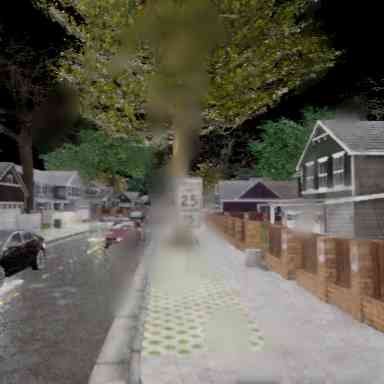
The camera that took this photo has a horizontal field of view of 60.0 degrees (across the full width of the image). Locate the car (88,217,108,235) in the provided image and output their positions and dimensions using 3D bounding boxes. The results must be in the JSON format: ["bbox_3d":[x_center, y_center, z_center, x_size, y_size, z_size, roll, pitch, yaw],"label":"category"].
[{"bbox_3d":[-7.055,2.733,27.385,1.895,1.301,4.718,0,-2,-2],"label":"car"}]

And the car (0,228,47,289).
[{"bbox_3d":[-6.032,1.887,10.100,2.128,1.511,4.902,0,-2,-4],"label":"car"}]

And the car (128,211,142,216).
[{"bbox_3d":[-7.303,3.255,44.436,1.882,1.535,5.008,0,-2,0],"label":"car"}]

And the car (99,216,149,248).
[{"bbox_3d":[-3.695,2.301,18.851,1.812,1.442,4.674,0,-2,-3],"label":"car"}]

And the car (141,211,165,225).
[{"bbox_3d":[-4.398,3.163,39.869,2.128,1.511,4.902,0,-2,-1],"label":"car"}]
